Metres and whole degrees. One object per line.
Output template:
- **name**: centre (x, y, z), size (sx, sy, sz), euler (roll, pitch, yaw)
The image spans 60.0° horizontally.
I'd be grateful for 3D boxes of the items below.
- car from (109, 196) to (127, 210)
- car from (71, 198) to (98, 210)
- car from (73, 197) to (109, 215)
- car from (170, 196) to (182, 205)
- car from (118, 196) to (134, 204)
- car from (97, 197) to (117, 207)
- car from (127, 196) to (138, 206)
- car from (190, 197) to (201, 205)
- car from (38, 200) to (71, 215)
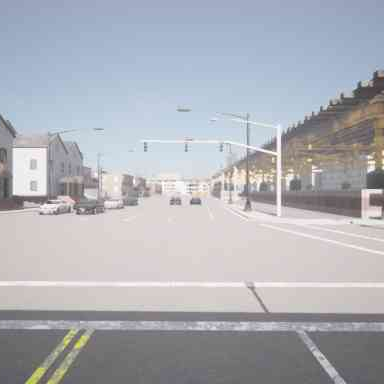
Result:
- **car**: centre (-10.275, 1.526, 43.778), size (1.812, 1.442, 4.674), euler (0, 0, 1)
- **car**: centre (-13.792, 1.564, 42.954), size (1.994, 1.385, 4.181), euler (0, 0, 2)
- **car**: centre (-10.485, 1.505, 34.541), size (1.837, 1.490, 4.892), euler (0, 0, 1)
- **car**: centre (-2.855, 1.491, 58.997), size (2.128, 1.511, 4.902), euler (0, 0, 1)
- **car**: centre (-13.187, 1.547, 67.118), size (2.033, 1.411, 5.357), euler (0, 0, 2)
- **car**: centre (-13.570, 1.504, 53.186), size (1.837, 1.490, 4.892), euler (0, 0, 1)
- **car**: centre (-10.048, 1.477, 54.253), size (1.882, 1.535, 5.008), euler (0, 0, 1)
- **car**: centre (0.644, 1.564, 58.921), size (1.994, 1.385, 4.181), euler (0, 0, 1)
- **car**: centre (-13.993, 1.526, 34.244), size (1.812, 1.442, 4.674), euler (0, 0, 1)
